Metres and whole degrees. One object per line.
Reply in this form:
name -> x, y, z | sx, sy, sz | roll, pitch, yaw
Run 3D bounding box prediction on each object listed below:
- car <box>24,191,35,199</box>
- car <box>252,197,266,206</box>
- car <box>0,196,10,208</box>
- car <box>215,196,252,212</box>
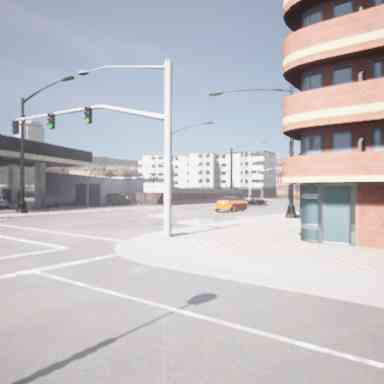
car -> -40.089, 0.696, 84.869 | 5.566, 2.045, 2.150 | 0, 0, -38
car -> 9.340, 1.463, 50.107 | 1.895, 1.301, 4.718 | 0, 0, 35
car -> -23.328, 1.185, 39.494 | 3.806, 1.475, 1.970 | 0, 0, 36
car -> 4.469, 1.236, 36.761 | 2.097, 1.767, 4.553 | 0, 0, 35
